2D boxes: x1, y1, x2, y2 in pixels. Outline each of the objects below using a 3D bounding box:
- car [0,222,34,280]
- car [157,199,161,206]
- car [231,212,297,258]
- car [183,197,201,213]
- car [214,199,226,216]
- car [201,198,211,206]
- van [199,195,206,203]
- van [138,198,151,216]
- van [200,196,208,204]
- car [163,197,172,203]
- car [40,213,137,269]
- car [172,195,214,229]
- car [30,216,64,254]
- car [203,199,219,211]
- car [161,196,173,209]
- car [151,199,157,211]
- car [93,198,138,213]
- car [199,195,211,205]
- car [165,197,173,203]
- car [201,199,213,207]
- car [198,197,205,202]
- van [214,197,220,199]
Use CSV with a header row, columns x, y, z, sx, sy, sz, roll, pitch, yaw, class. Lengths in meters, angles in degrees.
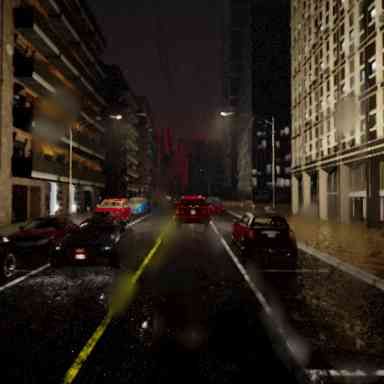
x,y,z,sx,sy,sz,roll,pitch,yaw,class
-5.655,1.604,7.530,1.947,1.339,4.313,1,0,0,car
-5.733,1.867,57.449,1.802,1.307,4.206,1,0,0,car
2.686,1.508,13.185,1.967,1.590,4.097,1,0,0,car
0.035,1.557,41.295,2.097,1.767,4.553,0,0,0,car
2.649,1.759,35.375,1.802,1.307,4.206,1,0,0,car
2.606,1.893,62.594,1.802,1.307,4.206,1,0,0,car
2.577,1.761,84.626,1.690,1.788,3.998,1,0,0,van
-5.693,1.517,35.264,1.690,1.788,3.998,1,0,0,van
2.594,1.706,73.610,1.690,1.788,3.998,1,0,0,van
-5.798,1.916,78.907,1.752,1.417,4.829,1,0,0,car
-3.118,1.621,11.270,1.994,1.385,4.181,0,0,0,car
0.062,1.336,22.512,2.150,2.045,5.566,0,0,0,car
-5.664,1.648,13.077,1.802,1.307,4.206,1,0,0,car
2.632,1.777,46.471,1.887,1.381,4.507,1,0,0,car
-3.157,1.804,51.679,2.033,1.411,5.357,0,0,0,car
-5.707,1.785,40.810,1.802,1.307,4.206,1,0,0,car
-5.676,1.436,24.171,2.192,1.841,5.009,1,0,0,car
2.603,1.653,68.102,2.192,1.841,5.009,1,0,0,car
-5.806,1.943,84.418,1.752,1.417,4.829,1,0,0,car
2.614,1.868,57.566,1.802,1.307,4.206,1,0,0,car
2.564,2.029,90.132,1.802,1.307,4.206,1,0,0,car
2.645,1.546,40.924,1.690,1.788,3.998,1,0,0,van
